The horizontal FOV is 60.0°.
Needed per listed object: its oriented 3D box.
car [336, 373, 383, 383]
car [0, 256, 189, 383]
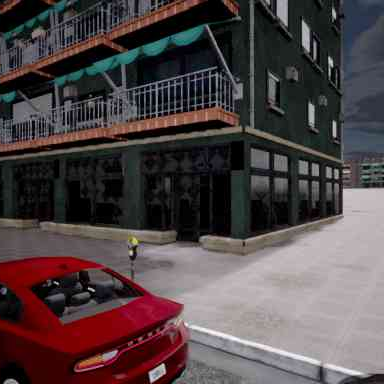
[{"bbox_3d":[2.460,1.566,1.129,4.313,1.339,1.947,0,0,35],"label":"car"},{"bbox_3d":[-2.138,1.545,4.389,4.507,1.381,1.887,0,0,35],"label":"car"}]
